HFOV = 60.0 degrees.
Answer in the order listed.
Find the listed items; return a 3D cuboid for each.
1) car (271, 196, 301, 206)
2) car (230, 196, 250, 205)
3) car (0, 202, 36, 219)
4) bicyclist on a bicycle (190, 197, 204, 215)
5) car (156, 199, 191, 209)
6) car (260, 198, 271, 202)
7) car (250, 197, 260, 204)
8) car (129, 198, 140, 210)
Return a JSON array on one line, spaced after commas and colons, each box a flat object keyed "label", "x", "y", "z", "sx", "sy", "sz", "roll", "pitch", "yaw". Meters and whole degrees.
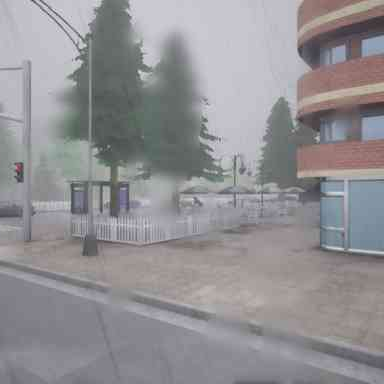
[{"label": "car", "x": 14.019, "y": 1.298, "z": 47.201, "sx": 4.553, "sy": 1.767, "sz": 2.097, "roll": 0, "pitch": 0, "yaw": -27}, {"label": "car", "x": 8.858, "y": 1.422, "z": 56.598, "sx": 5.008, "sy": 1.535, "sz": 1.882, "roll": 0, "pitch": 0, "yaw": -28}, {"label": "car", "x": -15.203, "y": 1.492, "z": 26.194, "sx": 2.033, "sy": 1.411, "sz": 5.357, "roll": 0, "pitch": 0, "yaw": 36}, {"label": "bicyclist on a bicycle", "x": 0.404, "y": 1.245, "z": 27.328, "sx": 1.656, "sy": 1.620, "sz": 0.582, "roll": 0, "pitch": 0, "yaw": 36}, {"label": "car", "x": -2.370, "y": 1.545, "z": 43.332, "sx": 1.895, "sy": 1.301, "sz": 4.718, "roll": 0, "pitch": 0, "yaw": 41}, {"label": "car", "x": 13.332, "y": 1.545, "z": 50.766, "sx": 4.718, "sy": 1.301, "sz": 1.895, "roll": 0, "pitch": 0, "yaw": -26}, {"label": "car", "x": 12.423, "y": 1.610, "z": 54.534, "sx": 4.718, "sy": 1.301, "sz": 1.895, "roll": 0, "pitch": 0, "yaw": -24}, {"label": "car", "x": -8.657, "y": 1.422, "z": 40.952, "sx": 1.882, "sy": 1.535, "sz": 5.008, "roll": 0, "pitch": 0, "yaw": 38}]
